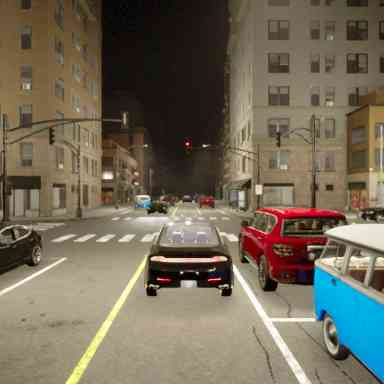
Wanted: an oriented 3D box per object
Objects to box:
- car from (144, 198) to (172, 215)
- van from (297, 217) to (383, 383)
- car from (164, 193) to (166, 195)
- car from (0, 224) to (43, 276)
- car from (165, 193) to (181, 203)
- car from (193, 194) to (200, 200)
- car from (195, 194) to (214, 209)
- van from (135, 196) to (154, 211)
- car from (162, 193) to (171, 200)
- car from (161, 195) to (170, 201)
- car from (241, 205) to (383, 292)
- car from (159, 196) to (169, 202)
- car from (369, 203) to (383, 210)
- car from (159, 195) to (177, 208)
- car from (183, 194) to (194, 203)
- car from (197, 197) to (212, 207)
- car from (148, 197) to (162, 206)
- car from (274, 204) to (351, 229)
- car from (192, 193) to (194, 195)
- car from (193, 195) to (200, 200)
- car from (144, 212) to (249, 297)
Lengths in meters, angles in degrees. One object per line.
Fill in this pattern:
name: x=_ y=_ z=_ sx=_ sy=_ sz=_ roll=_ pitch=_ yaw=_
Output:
car: x=-3.351 y=1.597 z=33.203 sx=1.895 sy=1.301 sz=4.718 roll=0 pitch=0 yaw=-1
van: x=2.605 y=1.341 z=3.375 sx=1.690 sy=1.788 sz=3.998 roll=0 pitch=0 yaw=-1
car: x=-6.523 y=1.512 z=72.984 sx=1.752 sy=1.417 sz=4.829 roll=0 pitch=0 yaw=-1
car: x=-5.505 y=1.565 z=8.760 sx=1.947 sy=1.339 sz=4.313 roll=0 pitch=0 yaw=-1
car: x=-3.814 y=1.340 z=68.784 sx=2.097 sy=1.767 sz=4.553 roll=0 pitch=0 yaw=-1
car: x=1.194 y=1.421 z=94.903 sx=1.967 sy=1.590 sz=4.097 roll=0 pitch=0 yaw=-1
car: x=2.001 y=1.309 z=46.254 sx=2.192 sy=1.841 sz=5.009 roll=0 pitch=0 yaw=-1
van: x=-6.026 y=1.336 z=40.720 sx=1.690 sy=1.788 sz=3.998 roll=0 pitch=0 yaw=-1
car: x=-6.776 y=1.298 z=89.370 sx=2.192 sy=1.841 sz=5.009 roll=0 pitch=0 yaw=-1
car: x=-6.692 y=1.550 z=83.964 sx=1.947 sy=1.339 sz=4.313 roll=0 pitch=0 yaw=-1
car: x=2.519 y=1.315 z=8.886 sx=2.192 sy=1.841 sz=5.009 roll=0 pitch=0 yaw=-1
car: x=-6.609 y=1.536 z=78.559 sx=2.008 sy=1.369 sz=4.403 roll=0 pitch=0 yaw=-1
car: x=14.520 y=1.418 z=23.950 sx=4.902 sy=1.511 sz=2.128 roll=0 pitch=0 yaw=-1
car: x=-3.598 y=1.518 z=49.548 sx=1.812 sy=1.442 sz=4.674 roll=0 pitch=0 yaw=-1
car: x=-0.918 y=1.589 z=66.533 sx=1.895 sy=1.301 sz=4.718 roll=0 pitch=0 yaw=-1
car: x=1.911 y=1.543 z=51.659 sx=2.008 sy=1.369 sz=4.403 roll=0 pitch=0 yaw=-1
car: x=-6.276 y=1.536 z=56.936 sx=1.887 sy=1.381 sz=4.507 roll=0 pitch=0 yaw=-1
car: x=7.471 y=1.523 z=21.023 sx=4.181 sy=1.385 sz=1.994 roll=0 pitch=0 yaw=5
car: x=1.642 y=1.303 z=67.876 sx=2.192 sy=1.841 sz=5.009 roll=0 pitch=0 yaw=-1
car: x=1.281 y=1.508 z=89.668 sx=1.752 sy=1.417 sz=4.829 roll=0 pitch=0 yaw=-1
car: x=-0.063 y=1.491 z=8.589 sx=2.128 sy=1.511 sz=4.902 roll=0 pitch=0 yaw=0
